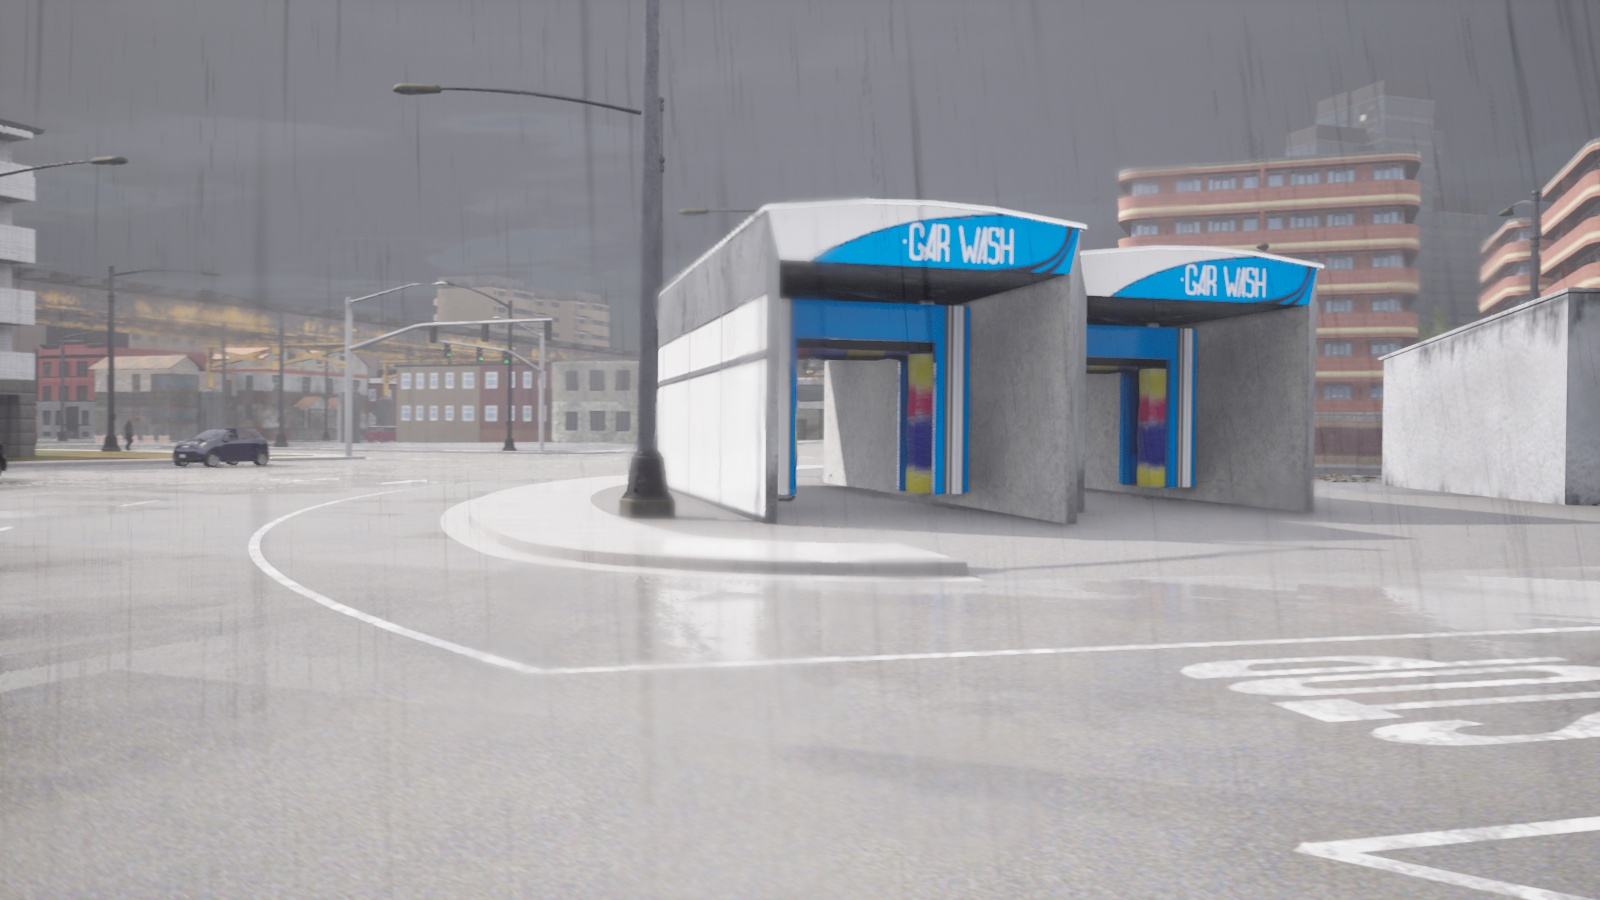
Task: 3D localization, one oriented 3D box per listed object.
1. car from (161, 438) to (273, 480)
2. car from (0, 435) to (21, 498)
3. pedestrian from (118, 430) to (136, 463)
[{"bbox_3d":[-22.292,0.327,48.135,1.845,1.501,3.633,0,1,20],"label":"car"},{"bbox_3d":[-21.898,0.454,31.093,2.033,1.649,4.856,-1,1,3],"label":"car"},{"bbox_3d":[-37.837,-0.189,70.578,0.694,1.848,0.540,0,1,19],"label":"pedestrian"}]
